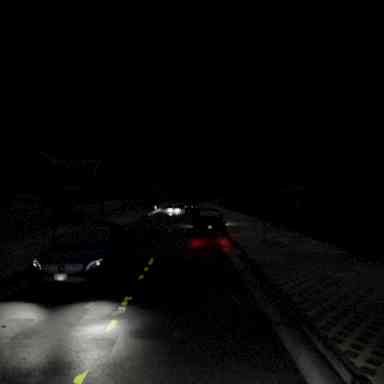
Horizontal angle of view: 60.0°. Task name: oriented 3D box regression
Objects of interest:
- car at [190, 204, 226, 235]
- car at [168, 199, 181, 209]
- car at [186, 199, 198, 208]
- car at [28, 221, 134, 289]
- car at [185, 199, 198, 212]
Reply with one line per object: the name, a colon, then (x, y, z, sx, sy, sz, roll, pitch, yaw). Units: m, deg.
car: (0.956, 1.684, 19.971, 1.812, 1.442, 4.674, 0, 0, 0)
car: (-2.830, 1.927, 53.920, 2.128, 1.511, 4.902, 0, -1, 0)
car: (-0.019, 1.972, 57.989, 2.128, 1.511, 4.902, 0, -1, 0)
car: (-2.853, 1.605, 9.556, 1.812, 1.442, 4.674, 0, 0, 0)
car: (0.036, 1.879, 43.211, 2.033, 1.411, 5.357, 0, 0, 1)
